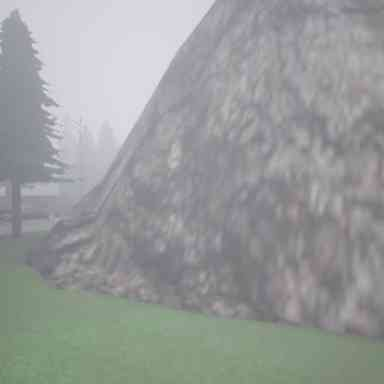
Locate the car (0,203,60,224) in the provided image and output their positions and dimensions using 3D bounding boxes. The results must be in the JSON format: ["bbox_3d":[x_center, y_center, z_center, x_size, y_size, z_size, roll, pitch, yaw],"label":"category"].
[{"bbox_3d":[-12.840,1.650,26.161,2.128,1.511,4.902,0,0,32],"label":"car"}]
